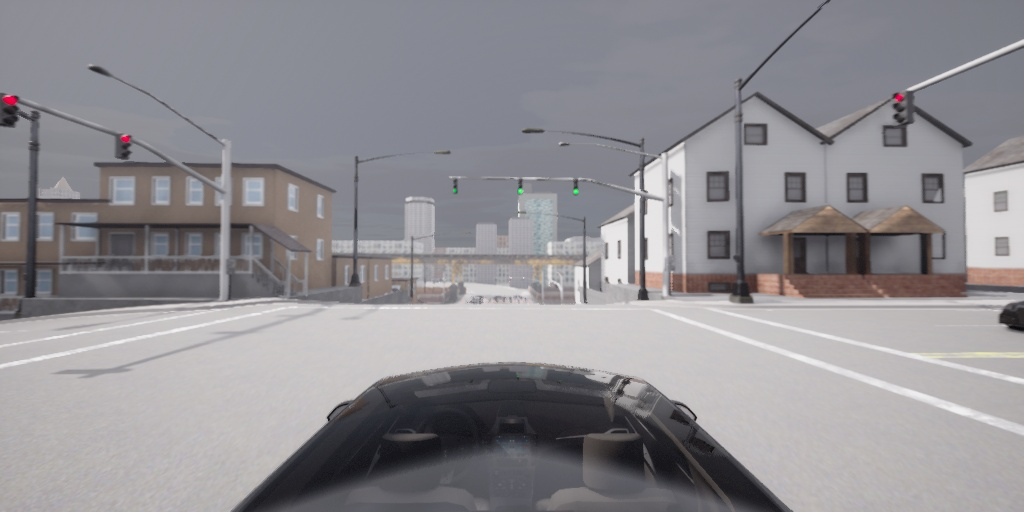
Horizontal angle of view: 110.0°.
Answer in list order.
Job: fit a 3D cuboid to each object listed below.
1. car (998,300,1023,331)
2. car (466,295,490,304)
[{"bbox_3d":[16.099,1.491,9.644,4.181,1.385,1.994,0,-1,-1],"label":"car"},{"bbox_3d":[-3.651,5.214,37.432,1.837,1.490,4.892,0,-15,-1],"label":"car"}]
